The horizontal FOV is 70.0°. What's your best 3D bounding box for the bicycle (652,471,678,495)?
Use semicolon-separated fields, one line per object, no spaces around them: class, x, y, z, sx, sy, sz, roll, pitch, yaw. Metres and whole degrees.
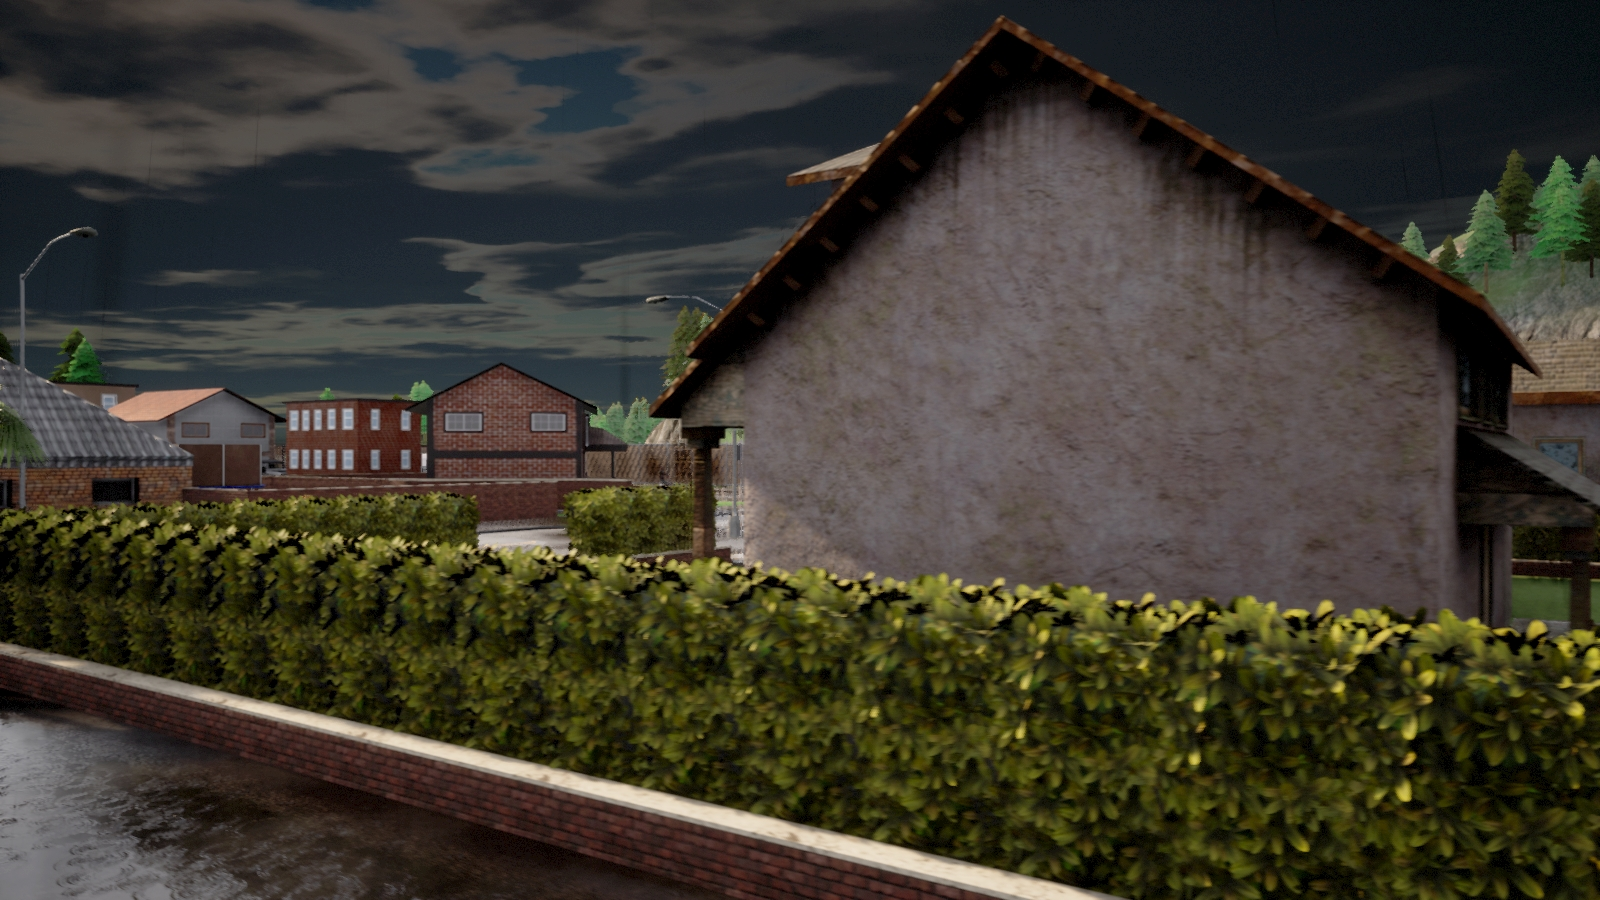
bicycle;-8.351;2.050;70.735;1.835;1.471;0.329;0;0;35
